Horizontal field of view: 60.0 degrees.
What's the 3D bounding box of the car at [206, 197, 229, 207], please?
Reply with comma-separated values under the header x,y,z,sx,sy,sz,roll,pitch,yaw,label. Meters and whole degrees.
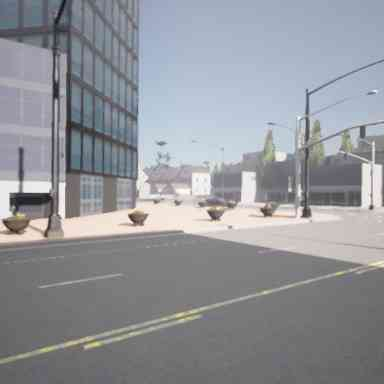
x,y,z,sx,sy,sz,roll,pitch,yaw,label
3.673,1.491,48.233,2.033,1.411,5.357,1,0,-34,car
